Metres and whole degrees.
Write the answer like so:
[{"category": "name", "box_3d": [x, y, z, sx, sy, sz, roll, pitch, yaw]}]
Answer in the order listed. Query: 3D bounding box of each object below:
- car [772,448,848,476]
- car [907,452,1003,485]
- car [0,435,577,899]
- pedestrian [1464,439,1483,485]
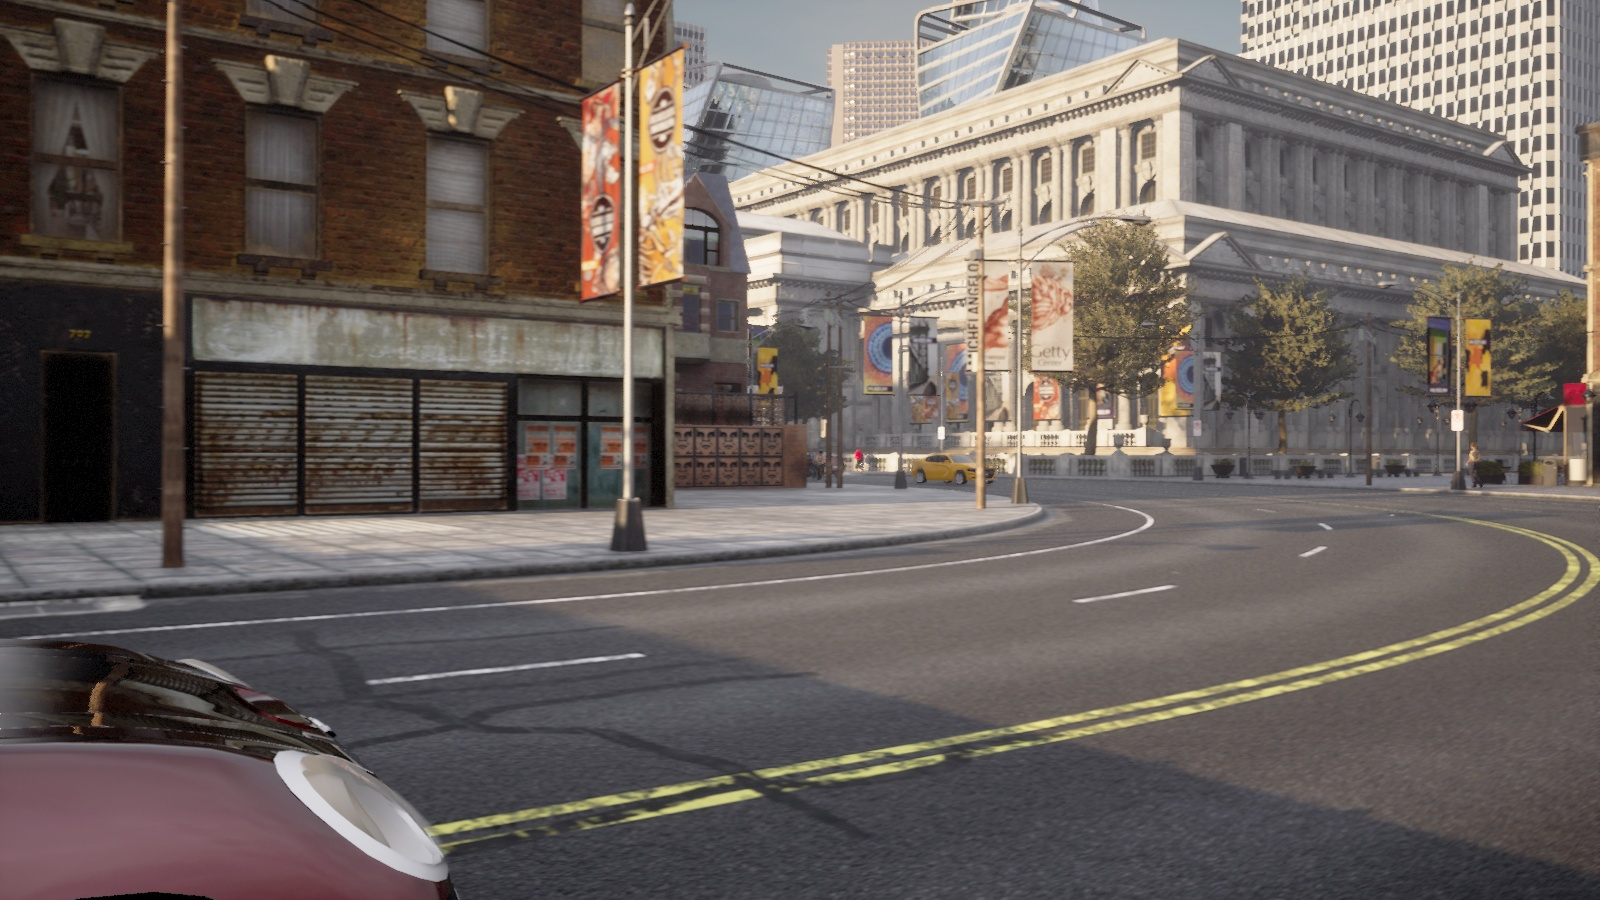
[{"category": "car", "box_3d": [0.563, 0.713, 76.989, 2.152, 1.651, 5.027, 0, 0, -35]}, {"category": "car", "box_3d": [7.423, 0.858, 60.715, 1.882, 1.535, 5.008, 0, 0, -32]}, {"category": "car", "box_3d": [-2.513, 0.720, 1.908, 3.806, 1.475, 1.970, 0, 0, -35]}, {"category": "pedestrian", "box_3d": [26.722, 0.469, 49.849, 0.345, 1.836, 0.594, 0, 0, -18]}]
